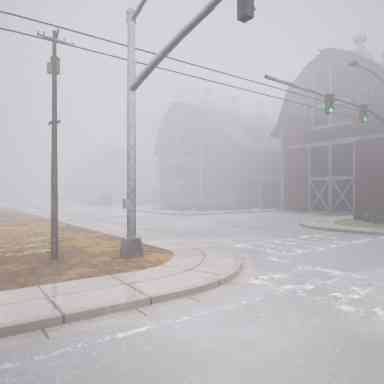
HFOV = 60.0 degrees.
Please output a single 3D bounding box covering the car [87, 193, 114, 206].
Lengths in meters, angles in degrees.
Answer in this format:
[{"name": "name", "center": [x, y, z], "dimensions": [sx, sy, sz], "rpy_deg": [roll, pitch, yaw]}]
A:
[{"name": "car", "center": [-13.846, 1.118, 50.577], "dimensions": [3.866, 1.878, 1.905], "rpy_deg": [-2, 5, 11]}]
